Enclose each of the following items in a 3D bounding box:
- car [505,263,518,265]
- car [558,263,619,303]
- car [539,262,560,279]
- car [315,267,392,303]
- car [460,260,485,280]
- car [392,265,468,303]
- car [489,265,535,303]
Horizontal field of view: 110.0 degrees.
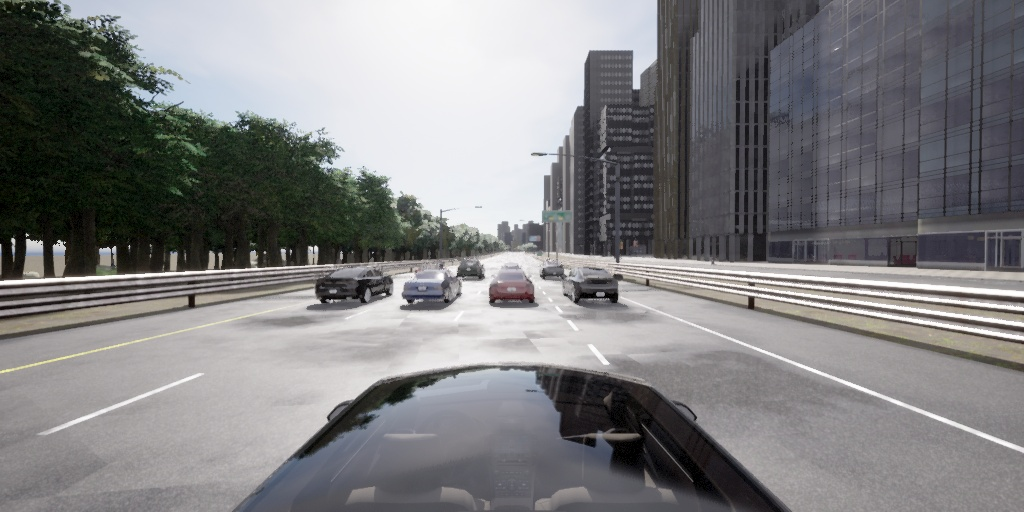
[{"bbox_3d":[-0.045,1.304,31.543,1.994,1.385,4.181,0,0,0],"label":"car"},{"bbox_3d":[3.489,1.260,16.535,1.837,1.490,4.892,0,0,0],"label":"car"},{"bbox_3d":[3.454,1.226,31.553,2.128,1.511,4.902,0,0,0],"label":"car"},{"bbox_3d":[-7.011,1.228,16.520,1.882,1.535,5.008,0,0,0],"label":"car"},{"bbox_3d":[-3.546,1.098,31.503,2.097,1.767,4.553,0,0,0],"label":"car"},{"bbox_3d":[-3.511,1.307,16.525,2.033,1.411,5.357,0,0,0],"label":"car"},{"bbox_3d":[-0.011,1.316,16.530,1.994,1.385,4.181,0,0,0],"label":"car"}]
